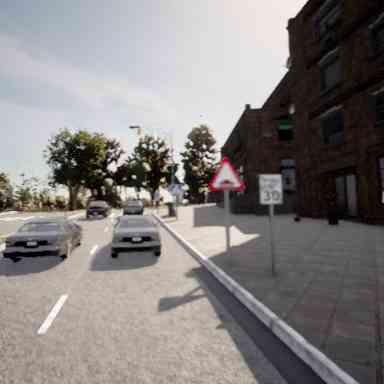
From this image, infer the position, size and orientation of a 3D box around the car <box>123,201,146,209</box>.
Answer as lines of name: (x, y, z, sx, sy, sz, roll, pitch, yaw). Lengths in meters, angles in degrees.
car: (-5.388, 1.543, 31.134, 2.128, 1.511, 4.902, -1, 1, -8)

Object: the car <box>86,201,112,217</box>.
car: (-8.654, 1.608, 31.135, 1.837, 1.490, 4.892, -1, 0, -7)

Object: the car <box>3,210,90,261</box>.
car: (-5.469, 1.670, 12.889, 2.033, 1.411, 5.357, -1, 0, -10)

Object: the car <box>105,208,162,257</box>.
car: (-2.276, 1.625, 13.509, 2.033, 1.411, 5.357, -1, 0, -10)
